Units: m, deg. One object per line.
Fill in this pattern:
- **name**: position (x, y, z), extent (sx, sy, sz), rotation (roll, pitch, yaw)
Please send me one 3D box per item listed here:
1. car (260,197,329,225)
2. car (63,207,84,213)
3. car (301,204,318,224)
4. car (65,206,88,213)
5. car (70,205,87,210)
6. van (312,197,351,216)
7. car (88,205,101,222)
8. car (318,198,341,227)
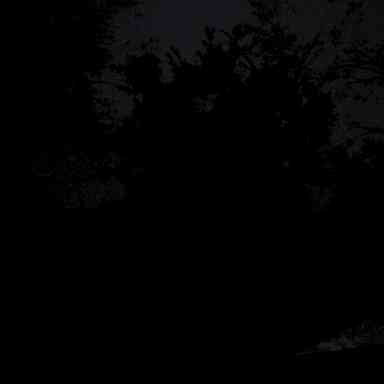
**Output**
- **car**: position (8.496, 1.455, 27.329), extent (5.566, 2.045, 2.435), rotation (0, -1, -35)
- **car**: position (-30.229, 4.558, 84.562), extent (4.674, 1.452, 2.002), rotation (0, -3, -34)
- **car**: position (10.065, 1.658, 25.013), extent (4.892, 1.521, 2.231), rotation (0, -1, -35)
- **car**: position (-28.486, 4.373, 81.946), extent (5.008, 1.535, 2.097), rotation (0, -3, -34)
- **car**: position (-26.657, 4.223, 79.236), extent (4.892, 1.521, 2.231), rotation (0, -3, -34)
- **van**: position (15.934, 1.603, 37.937), extent (4.442, 1.987, 1.878), rotation (0, -1, -34)
- **car**: position (-9.732, 2.695, 39.572), extent (4.892, 1.490, 1.837), rotation (0, 0, -32)
- **car**: position (11.596, 1.363, 22.832), extent (5.566, 2.045, 2.435), rotation (0, -1, -35)
